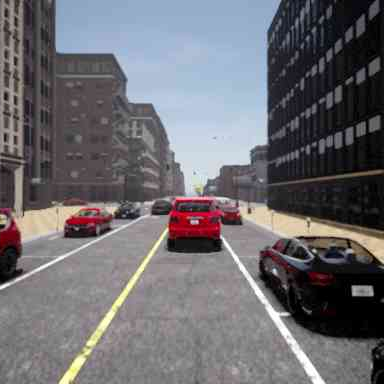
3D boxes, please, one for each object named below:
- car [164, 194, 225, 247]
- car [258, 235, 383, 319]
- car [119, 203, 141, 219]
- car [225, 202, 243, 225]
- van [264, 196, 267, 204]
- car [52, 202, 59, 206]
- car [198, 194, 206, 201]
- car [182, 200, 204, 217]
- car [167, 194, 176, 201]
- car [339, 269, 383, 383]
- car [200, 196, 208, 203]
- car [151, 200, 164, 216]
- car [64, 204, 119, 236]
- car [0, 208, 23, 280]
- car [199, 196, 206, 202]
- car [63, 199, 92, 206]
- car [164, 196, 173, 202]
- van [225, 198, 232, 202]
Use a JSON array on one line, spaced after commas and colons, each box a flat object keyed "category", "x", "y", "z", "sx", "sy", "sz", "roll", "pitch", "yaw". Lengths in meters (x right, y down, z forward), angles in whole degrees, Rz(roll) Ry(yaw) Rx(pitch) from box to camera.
[{"category": "car", "x": 0.101, "y": 1.254, "z": 15.388, "sx": 2.150, "sy": 2.045, "sz": 5.566, "roll": 0, "pitch": 0, "yaw": 0}, {"category": "car", "x": 2.663, "y": 1.581, "z": 7.271, "sx": 1.947, "sy": 1.339, "sz": 4.313, "roll": 0, "pitch": 0, "yaw": 0}, {"category": "car", "x": -5.678, "y": 1.634, "z": 30.055, "sx": 1.947, "sy": 1.339, "sz": 4.313, "roll": 0, "pitch": 0, "yaw": 0}, {"category": "car", "x": 2.668, "y": 1.636, "z": 24.338, "sx": 1.802, "sy": 1.307, "sz": 4.206, "roll": 0, "pitch": 0, "yaw": 0}, {"category": "van", "x": 14.918, "y": 1.560, "z": 59.295, "sx": 3.998, "sy": 1.788, "sz": 1.690, "roll": 0, "pitch": -1, "yaw": 0}, {"category": "car", "x": -22.943, "y": 1.582, "z": 50.833, "sx": 4.829, "sy": 1.417, "sz": 1.752, "roll": 0, "pitch": -1, "yaw": 0}, {"category": "car", "x": 2.721, "y": 1.584, "z": 91.432, "sx": 2.192, "sy": 1.841, "sz": 5.009, "roll": 0, "pitch": 0, "yaw": 0}, {"category": "car", "x": 0.111, "y": 1.625, "z": 33.874, "sx": 2.033, "sy": 1.411, "sz": 5.357, "roll": 0, "pitch": 0, "yaw": 0}, {"category": "car", "x": -5.659, "y": 1.584, "z": 91.434, "sx": 2.192, "sy": 1.841, "sz": 5.009, "roll": 0, "pitch": 0, "yaw": 0}, {"category": "car", "x": 2.661, "y": 1.569, "z": 1.581, "sx": 1.947, "sy": 1.339, "sz": 4.313, "roll": 0, "pitch": 0, "yaw": 0}, {"category": "car", "x": 2.716, "y": 1.733, "z": 74.983, "sx": 1.752, "sy": 1.417, "sz": 4.829, "roll": 0, "pitch": 0, "yaw": 0}, {"category": "car", "x": -3.066, "y": 1.556, "z": 33.994, "sx": 1.882, "sy": 1.535, "sz": 5.008, "roll": 0, "pitch": 0, "yaw": 0}, {"category": "car", "x": -5.681, "y": 1.585, "z": 18.678, "sx": 1.887, "sy": 1.381, "sz": 4.507, "roll": 0, "pitch": 0, "yaw": 0}, {"category": "car", "x": -5.683, "y": 1.330, "z": 7.299, "sx": 2.192, "sy": 1.841, "sz": 5.009, "roll": 0, "pitch": 0, "yaw": 0}, {"category": "car", "x": 2.719, "y": 1.829, "z": 85.892, "sx": 1.802, "sy": 1.307, "sz": 4.206, "roll": 0, "pitch": 0, "yaw": 0}, {"category": "car", "x": -17.450, "y": 1.650, "z": 50.844, "sx": 4.206, "sy": 1.307, "sz": 1.802, "roll": 0, "pitch": -1, "yaw": 0}, {"category": "car", "x": -5.664, "y": 1.751, "z": 80.184, "sx": 1.752, "sy": 1.417, "sz": 4.829, "roll": 0, "pitch": 0, "yaw": 0}, {"category": "van", "x": 2.670, "y": 1.409, "z": 30.027, "sx": 1.690, "sy": 1.788, "sz": 3.998, "roll": 0, "pitch": 0, "yaw": 0}]
